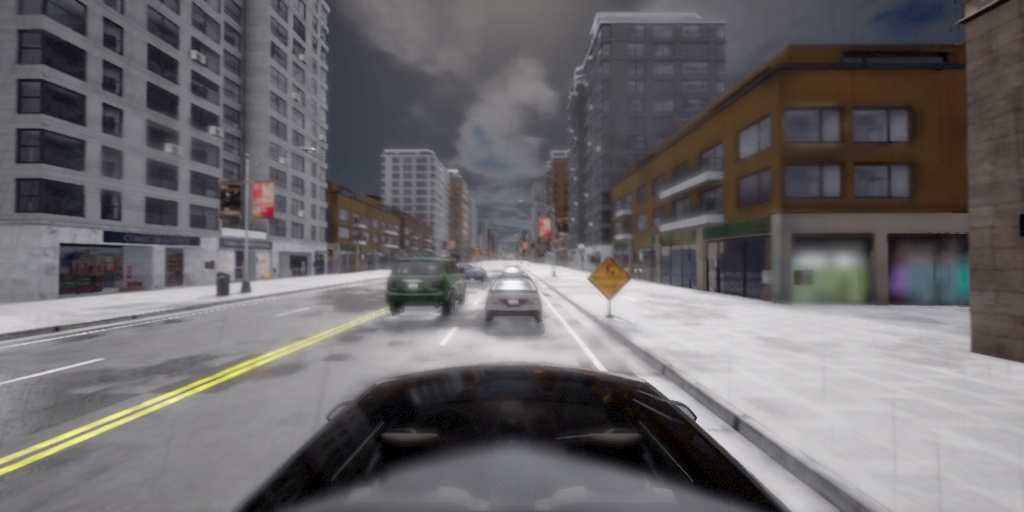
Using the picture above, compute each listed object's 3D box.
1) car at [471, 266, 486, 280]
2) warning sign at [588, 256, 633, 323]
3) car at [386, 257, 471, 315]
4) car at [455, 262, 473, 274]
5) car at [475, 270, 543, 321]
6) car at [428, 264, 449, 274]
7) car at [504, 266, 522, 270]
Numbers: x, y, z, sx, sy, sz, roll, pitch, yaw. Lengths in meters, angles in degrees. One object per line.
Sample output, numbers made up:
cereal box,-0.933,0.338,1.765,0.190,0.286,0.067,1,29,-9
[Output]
car,-3.163,1.586,31.033,1.895,1.301,4.718,0,0,0
warning sign,2.851,0.935,10.433,1.300,1.860,1.060,0,0,0
car,-3.169,1.074,14.281,2.150,2.045,5.566,0,0,1
car,-6.577,1.639,49.431,1.837,1.490,4.892,0,-1,0
car,0.068,1.386,12.796,2.033,1.411,5.357,0,0,0
car,-9.832,1.726,48.326,1.895,1.301,4.718,0,0,0
car,0.070,1.507,27.794,2.033,1.411,5.357,0,0,0
